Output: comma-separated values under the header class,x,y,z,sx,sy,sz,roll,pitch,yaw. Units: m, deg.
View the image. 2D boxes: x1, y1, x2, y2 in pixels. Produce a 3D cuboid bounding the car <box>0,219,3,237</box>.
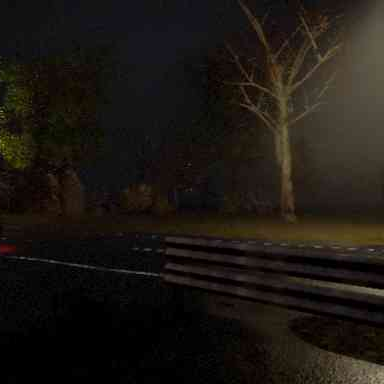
class,x,y,z,sx,sy,sz,roll,pitch,yaw
car,-11.142,1.516,15.439,5.008,1.535,1.882,0,-1,22
